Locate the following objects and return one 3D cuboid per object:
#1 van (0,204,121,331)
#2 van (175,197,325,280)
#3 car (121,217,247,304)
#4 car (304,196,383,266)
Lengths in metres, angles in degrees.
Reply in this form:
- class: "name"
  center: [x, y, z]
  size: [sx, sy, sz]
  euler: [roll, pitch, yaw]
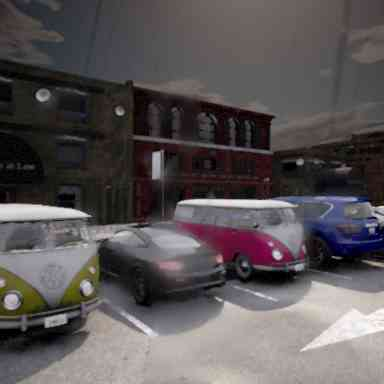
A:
- class: "van"
  center: [-3.226, 1.254, 6.541]
  size: [1.878, 1.987, 4.442]
  euler: [0, 0, -35]
- class: "van"
  center: [1.277, 1.219, 9.752]
  size: [1.878, 1.987, 4.442]
  euler: [0, 0, -35]
- class: "car"
  center: [-1.088, 1.505, 8.205]
  size: [2.002, 1.452, 4.674]
  euler: [0, 0, -35]
- class: "car"
  center: [3.493, 1.174, 11.510]
  size: [2.435, 2.045, 5.566]
  euler: [0, 0, -35]
